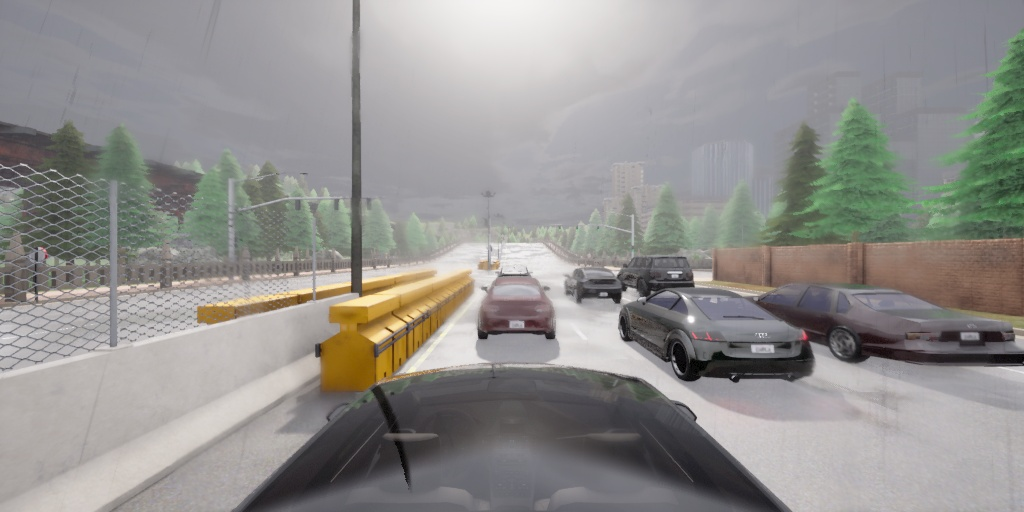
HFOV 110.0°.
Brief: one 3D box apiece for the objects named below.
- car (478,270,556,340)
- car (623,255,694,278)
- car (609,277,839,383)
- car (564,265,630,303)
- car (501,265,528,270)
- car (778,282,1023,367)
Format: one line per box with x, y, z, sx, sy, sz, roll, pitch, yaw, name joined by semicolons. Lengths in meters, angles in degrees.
0.110;1.276;9.839;1.812;1.442;4.674;0;0;0;car
7.118;0.971;18.332;2.150;2.045;5.566;0;0;0;car
3.611;1.314;7.204;1.994;1.385;4.181;0;0;-1;car
3.616;1.256;16.529;1.837;1.490;4.892;0;0;0;car
0.120;1.242;19.239;2.128;1.511;4.902;0;0;0;car
7.108;1.297;8.071;2.033;1.411;5.357;0;0;0;car
